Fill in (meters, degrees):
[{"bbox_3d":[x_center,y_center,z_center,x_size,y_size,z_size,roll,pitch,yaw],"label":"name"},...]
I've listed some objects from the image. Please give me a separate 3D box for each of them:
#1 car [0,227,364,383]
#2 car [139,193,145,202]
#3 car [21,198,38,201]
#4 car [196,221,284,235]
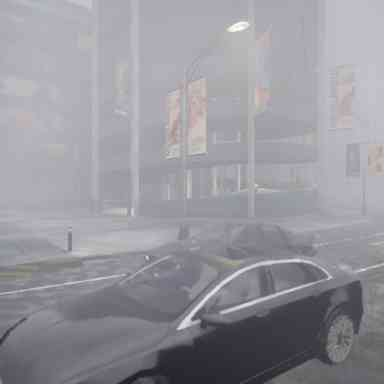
[{"bbox_3d":[0.262,1.492,4.213,4.902,1.511,2.128,0,0,-36],"label":"car"},{"bbox_3d":[-11.022,1.029,63.943,2.435,2.045,5.566,0,0,-36],"label":"car"},{"bbox_3d":[-25.528,1.463,52.433,1.895,1.301,4.718,0,0,-36],"label":"car"},{"bbox_3d":[1.335,1.547,9.281,5.357,1.411,2.033,0,0,-36],"label":"car"}]
